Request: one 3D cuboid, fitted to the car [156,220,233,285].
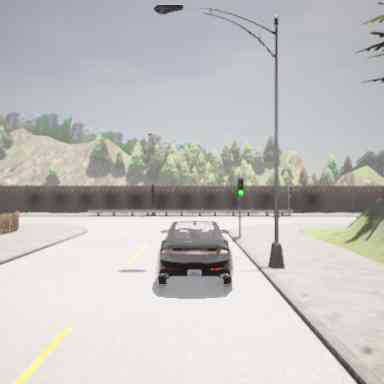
[{"bbox_3d":[0.080,1.562,9.689,2.128,1.511,4.902,0,0,1],"label":"car"}]
